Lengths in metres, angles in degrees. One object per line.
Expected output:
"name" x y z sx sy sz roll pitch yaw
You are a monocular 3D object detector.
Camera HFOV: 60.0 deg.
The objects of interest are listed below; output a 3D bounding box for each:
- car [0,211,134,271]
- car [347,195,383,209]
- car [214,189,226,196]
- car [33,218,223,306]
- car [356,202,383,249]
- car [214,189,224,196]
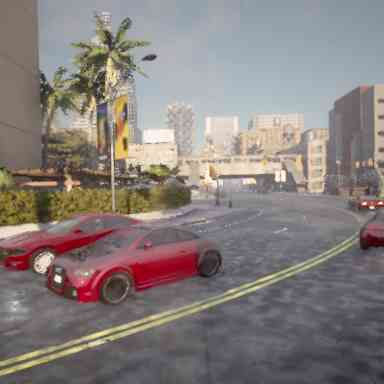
"car" -3.374 1.425 10.623 5.008 1.535 1.882 -2 1 -43
"car" 15.004 0.925 28.992 1.895 1.301 4.718 -1 1 13
"car" 7.133 0.336 81.422 2.097 1.535 5.008 -1 1 1
"car" -1.204 1.496 7.970 4.181 1.385 1.994 -2 1 -43
"car" 7.512 1.255 12.187 1.994 1.385 4.181 -1 1 37
"car" 7.147 0.132 87.846 2.185 1.767 4.553 -1 1 1
